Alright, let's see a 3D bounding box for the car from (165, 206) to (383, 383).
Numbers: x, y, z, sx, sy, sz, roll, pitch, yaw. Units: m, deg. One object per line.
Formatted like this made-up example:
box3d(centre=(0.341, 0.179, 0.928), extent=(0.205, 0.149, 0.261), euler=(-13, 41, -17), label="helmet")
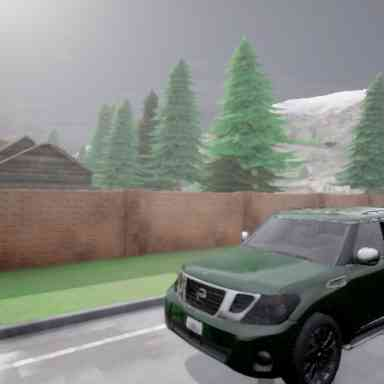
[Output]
box3d(centre=(2.274, 1.294, 5.630), extent=(5.566, 2.045, 2.150), euler=(1, -1, -36), label="car")
